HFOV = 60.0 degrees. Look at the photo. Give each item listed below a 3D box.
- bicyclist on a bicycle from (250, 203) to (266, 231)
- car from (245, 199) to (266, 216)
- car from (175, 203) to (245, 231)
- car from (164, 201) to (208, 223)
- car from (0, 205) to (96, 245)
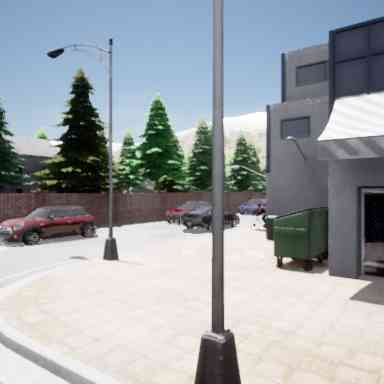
[{"bbox_3d":[4.056,1.468,19.162,1.656,1.620,0.582,0,0,36],"label":"bicyclist on a bicycle"},{"bbox_3d":[6.759,1.511,35.385,2.097,1.767,4.553,0,0,36],"label":"car"},{"bbox_3d":[1.311,1.668,21.904,1.837,1.490,4.892,0,0,37],"label":"car"},{"bbox_3d":[-0.121,1.510,26.102,2.097,1.767,4.553,0,0,36],"label":"car"},{"bbox_3d":[-7.136,1.511,16.611,2.097,1.767,4.553,0,0,36],"label":"car"}]
